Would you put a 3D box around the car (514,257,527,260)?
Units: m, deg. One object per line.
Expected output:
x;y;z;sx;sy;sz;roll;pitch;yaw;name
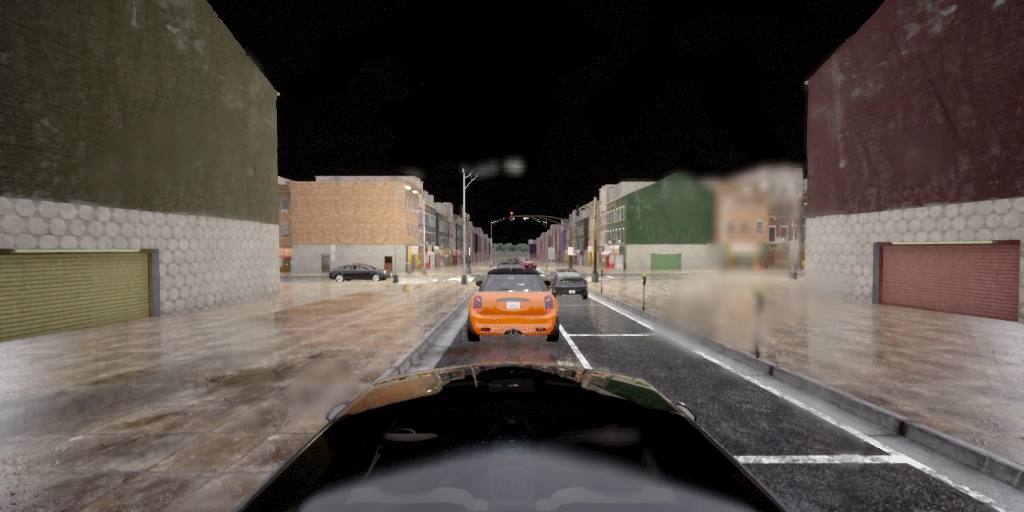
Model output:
-0.064;1.099;19.864;2.097;1.767;4.553;0;0;0;car

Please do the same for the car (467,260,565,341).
0.037;1.100;9.973;2.097;1.767;4.553;0;0;0;car

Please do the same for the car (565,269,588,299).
2.581;1.297;17.546;2.007;1.370;4.403;0;0;0;car

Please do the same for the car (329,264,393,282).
-12.336;1.366;29.420;4.892;1.490;1.837;0;1;-2;car
